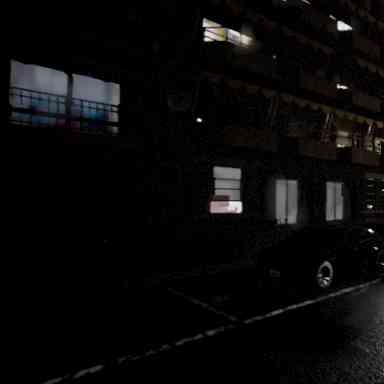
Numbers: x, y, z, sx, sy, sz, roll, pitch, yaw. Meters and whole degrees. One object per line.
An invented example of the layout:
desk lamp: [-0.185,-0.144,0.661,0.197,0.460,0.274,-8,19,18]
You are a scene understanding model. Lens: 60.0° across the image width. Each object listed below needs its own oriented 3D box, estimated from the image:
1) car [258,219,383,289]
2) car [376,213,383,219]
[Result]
car: [3.768,1.576,9.227,4.313,1.339,1.947,0,1,-35]
car: [8.400,1.332,12.523,5.009,1.841,2.192,0,1,-35]
